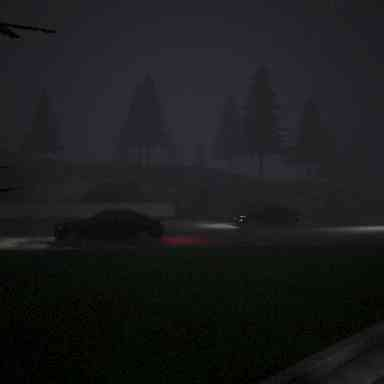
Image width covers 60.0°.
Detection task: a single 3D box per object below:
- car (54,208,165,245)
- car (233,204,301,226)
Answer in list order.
[{"bbox_3d":[-3.758,1.527,15.537,5.008,1.535,1.882,1,0,-9],"label":"car"},{"bbox_3d":[5.429,1.644,24.040,4.892,1.490,1.837,0,0,-12],"label":"car"}]
